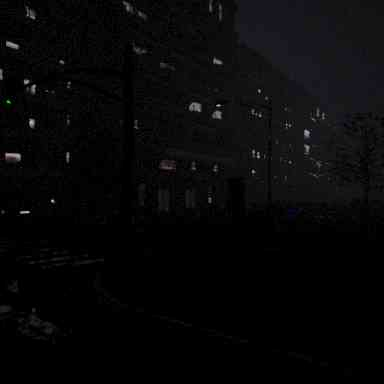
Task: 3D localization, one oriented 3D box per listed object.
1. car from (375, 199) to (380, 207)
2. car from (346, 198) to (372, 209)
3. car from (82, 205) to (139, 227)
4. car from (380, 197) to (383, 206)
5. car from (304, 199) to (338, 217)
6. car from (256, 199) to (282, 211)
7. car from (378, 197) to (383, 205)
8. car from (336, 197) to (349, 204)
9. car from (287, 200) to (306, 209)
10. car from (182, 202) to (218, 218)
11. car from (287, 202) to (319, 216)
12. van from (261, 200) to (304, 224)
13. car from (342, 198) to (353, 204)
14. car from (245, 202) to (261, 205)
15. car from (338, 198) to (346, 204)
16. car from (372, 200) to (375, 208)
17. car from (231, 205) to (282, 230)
[{"bbox_3d":[33.884,2.110,63.264,1.967,1.590,4.097,1,0,36],"label":"car"},{"bbox_3d":[27.317,1.898,54.358,2.192,1.841,5.009,1,0,36],"label":"car"},{"bbox_3d":[-5.698,1.642,23.711,2.008,1.369,4.403,1,0,36],"label":"car"},{"bbox_3d":[37.167,2.258,67.717,1.887,1.381,4.507,1,0,36],"label":"car"},{"bbox_3d":[14.180,1.845,36.545,1.967,1.590,4.097,1,0,36],"label":"car"},{"bbox_3d":[10.724,1.758,45.978,1.967,1.590,4.097,1,0,36],"label":"car"},{"bbox_3d":[47.023,2.156,81.078,2.192,1.841,5.009,1,0,36],"label":"car"},{"bbox_3d":[36.998,2.107,81.604,1.967,1.590,4.097,1,0,36],"label":"car"},{"bbox_3d":[17.291,1.989,54.884,1.802,1.307,4.206,1,0,36],"label":"car"},{"bbox_3d":[0.871,1.727,32.617,1.887,1.381,4.507,1,0,36],"label":"car"},{"bbox_3d":[13.309,1.928,39.724,2.033,1.411,5.357,1,0,36],"label":"car"},{"bbox_3d":[7.612,1.655,27.638,1.690,1.788,3.998,1,0,36],"label":"van"},{"bbox_3d":[40.180,2.233,85.920,1.752,1.417,4.829,1,0,36],"label":"car"},{"bbox_3d":[7.439,1.855,41.525,1.802,1.307,4.206,1,0,36],"label":"car"},{"bbox_3d":[33.712,2.190,77.150,1.947,1.339,4.313,1,0,36],"label":"car"},{"bbox_3d":[30.598,2.208,58.810,1.802,1.307,4.206,1,0,36],"label":"car"},{"bbox_3d":[4.325,1.835,23.184,1.947,1.339,4.313,1,0,36],"label":"car"}]
